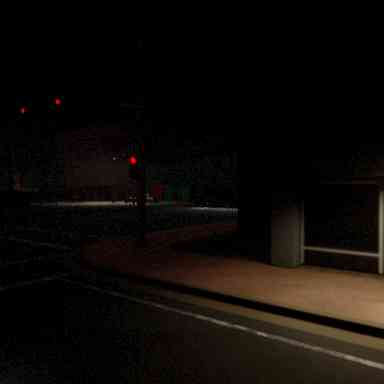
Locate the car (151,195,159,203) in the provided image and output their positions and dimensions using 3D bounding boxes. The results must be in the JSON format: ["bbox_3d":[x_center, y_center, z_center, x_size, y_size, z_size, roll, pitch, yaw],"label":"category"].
[{"bbox_3d":[-7.484,1.123,56.558,3.806,1.475,1.970,0,0,35],"label":"car"}]

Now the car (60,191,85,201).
[{"bbox_3d":[-23.473,0.757,64.313,4.605,1.855,1.932,0,0,35],"label":"car"}]

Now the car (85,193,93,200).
[{"bbox_3d":[-21.747,0.968,66.640,3.905,1.438,1.784,0,0,35],"label":"car"}]

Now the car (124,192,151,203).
[{"bbox_3d":[-9.166,0.884,54.201,3.866,1.878,1.905,0,0,35],"label":"car"}]

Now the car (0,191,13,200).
[{"bbox_3d":[-38.971,0.650,68.491,4.605,1.855,1.932,0,0,35],"label":"car"}]

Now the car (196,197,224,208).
[{"bbox_3d":[2.723,1.379,45.493,2.033,1.411,5.357,1,0,37],"label":"car"}]

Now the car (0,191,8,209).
[{"bbox_3d":[-22.198,0.880,35.838,4.605,1.855,1.932,0,0,35],"label":"car"}]

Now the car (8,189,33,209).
[{"bbox_3d":[-20.480,0.883,38.168,3.866,1.878,1.905,0,0,35],"label":"car"}]

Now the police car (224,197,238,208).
[{"bbox_3d":[6.793,1.282,44.941,1.930,1.638,5.238,1,0,37],"label":"police car"}]
